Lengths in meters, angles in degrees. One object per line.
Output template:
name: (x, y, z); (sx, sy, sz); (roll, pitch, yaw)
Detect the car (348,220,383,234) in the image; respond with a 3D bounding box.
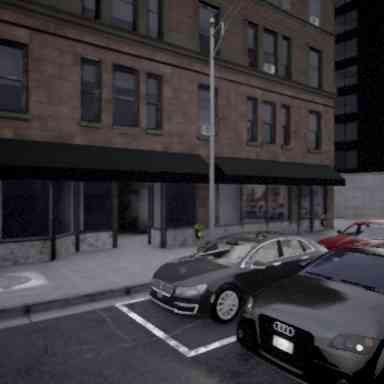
car: (5.662, 1.547, 10.225); (4.507, 1.381, 1.887); (0, 0, -35)

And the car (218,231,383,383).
car: (2.669, 1.565, 4.972); (4.181, 1.385, 1.994); (0, 0, -35)

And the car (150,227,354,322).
car: (1.221, 1.552, 7.058); (4.403, 1.369, 2.008); (0, 0, -35)
